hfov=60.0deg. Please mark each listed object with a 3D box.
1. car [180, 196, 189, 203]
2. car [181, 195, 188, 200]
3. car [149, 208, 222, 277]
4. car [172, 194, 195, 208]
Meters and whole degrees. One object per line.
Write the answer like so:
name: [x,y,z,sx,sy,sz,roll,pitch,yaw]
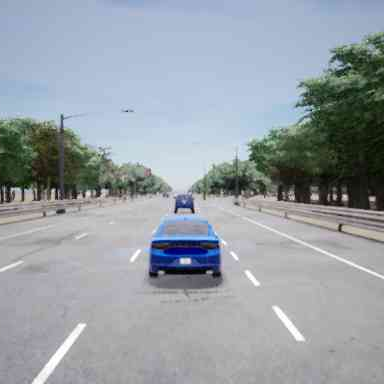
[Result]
car: [-1.614,1.620,69.396,1.895,1.301,4.718,0,0,-1]
car: [-2.189,1.621,93.601,1.895,1.301,4.718,0,0,-1]
car: [-0.210,1.482,10.319,1.882,1.535,5.008,0,0,-1]
car: [-0.873,1.233,38.275,2.150,2.045,5.566,0,0,-1]
